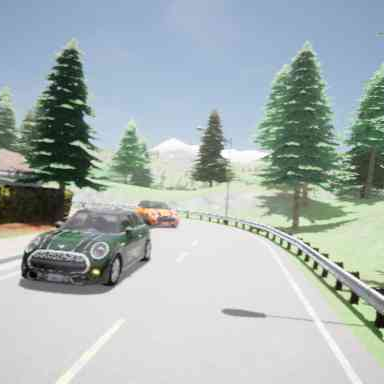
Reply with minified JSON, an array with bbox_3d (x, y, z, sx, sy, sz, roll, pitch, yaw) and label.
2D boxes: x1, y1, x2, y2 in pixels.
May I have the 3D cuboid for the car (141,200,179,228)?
[{"bbox_3d":[-2.499,1.388,22.809,2.097,1.767,4.553,4,0,-25],"label":"car"}]

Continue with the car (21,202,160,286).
[{"bbox_3d":[-2.575,1.262,9.264,2.097,1.767,4.553,4,-1,7],"label":"car"}]
